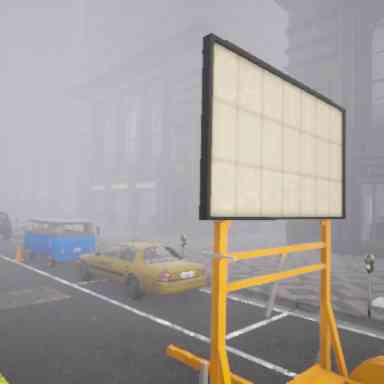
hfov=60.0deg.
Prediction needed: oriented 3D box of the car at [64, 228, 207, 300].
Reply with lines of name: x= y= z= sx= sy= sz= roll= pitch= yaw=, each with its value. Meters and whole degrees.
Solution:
car: x=-1.720 y=1.997 z=9.650 sx=1.752 sy=1.417 sz=4.829 roll=4 pitch=-4 yaw=-44

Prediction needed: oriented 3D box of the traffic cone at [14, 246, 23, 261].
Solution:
traffic cone: x=-7.125 y=2.512 z=13.683 sx=0.340 sy=0.580 sz=0.340 roll=4 pitch=-4 yaw=-44

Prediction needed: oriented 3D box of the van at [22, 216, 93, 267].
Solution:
van: x=-5.507 y=1.926 z=13.548 sx=1.690 sy=1.788 sz=3.998 roll=4 pitch=-4 yaw=-44

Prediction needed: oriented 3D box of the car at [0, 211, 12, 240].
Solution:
car: x=-13.324 y=2.135 z=21.569 sx=2.192 sy=1.841 sz=5.009 roll=4 pitch=-4 yaw=-44

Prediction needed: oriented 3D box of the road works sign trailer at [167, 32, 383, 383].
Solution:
road works sign trailer: x=0.746 y=0.663 z=3.250 sx=2.380 sy=3.560 sz=2.880 roll=4 pitch=-4 yaw=-44
